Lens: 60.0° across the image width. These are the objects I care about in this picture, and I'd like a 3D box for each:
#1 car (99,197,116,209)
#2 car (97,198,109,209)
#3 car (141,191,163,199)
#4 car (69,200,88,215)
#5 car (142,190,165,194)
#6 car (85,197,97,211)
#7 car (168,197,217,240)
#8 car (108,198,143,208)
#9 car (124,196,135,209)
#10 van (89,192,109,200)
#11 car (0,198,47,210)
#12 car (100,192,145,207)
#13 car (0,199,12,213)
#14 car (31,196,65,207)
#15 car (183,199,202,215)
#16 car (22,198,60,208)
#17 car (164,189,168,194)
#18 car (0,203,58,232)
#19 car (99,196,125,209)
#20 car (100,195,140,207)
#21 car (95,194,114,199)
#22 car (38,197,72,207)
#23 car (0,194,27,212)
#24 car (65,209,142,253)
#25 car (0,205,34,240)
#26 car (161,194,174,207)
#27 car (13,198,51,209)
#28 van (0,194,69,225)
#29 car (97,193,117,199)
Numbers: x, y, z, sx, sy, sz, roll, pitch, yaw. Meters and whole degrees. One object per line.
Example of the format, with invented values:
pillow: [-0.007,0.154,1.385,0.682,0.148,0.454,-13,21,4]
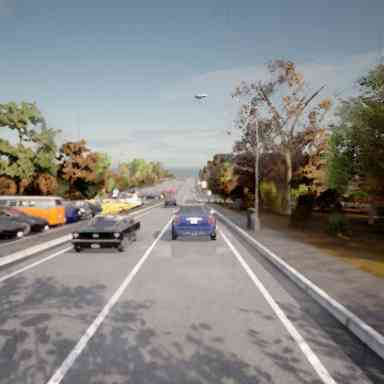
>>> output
car: [-10.425,1.496,31.840,5.366,1.575,1.946,0,0,0]
car: [-10.237,1.489,29.072,4.892,1.521,2.231,0,0,0]
car: [-10.396,1.154,83.860,4.792,1.488,2.163,0,0,0]
car: [-10.281,1.513,23.519,4.792,1.488,2.163,0,0,0]
car: [-10.444,1.002,89.430,4.553,1.767,2.185,0,0,0]
car: [-10.279,1.359,26.293,4.553,1.767,2.185,0,0,0]
car: [0.088,1.347,17.078,2.097,1.767,4.553,0,0,0]
car: [-10.216,1.647,51.269,5.008,1.535,2.097,0,0,0]
car: [-10.041,1.555,40.165,5.366,1.575,1.946,0,0,0]
van: [-23.379,0.897,83.808,4.442,1.987,1.878,1,0,0]
car: [-23.113,1.597,45.755,5.366,1.575,1.946,0,0,0]
car: [-10.243,1.374,48.496,5.566,2.045,2.435,0,0,0]
car: [-23.282,1.563,37.447,4.792,1.488,2.163,0,0,0]
car: [-23.318,1.541,53.942,4.553,1.767,2.185,0,0,0]
car: [0.039,1.525,35.546,1.837,1.490,4.892,0,0,0]
car: [-23.261,1.674,51.295,4.792,1.488,2.163,0,0,0]
car: [-10.428,0.855,95.002,5.566,2.045,2.435,0,0,0]
car: [-10.231,1.516,17.966,4.792,1.488,2.163,0,0,0]
car: [-10.050,1.512,34.492,5.366,1.575,1.946,0,0,0]
car: [-10.404,1.600,45.717,5.366,1.575,1.946,0,0,0]
car: [-23.495,1.165,89.266,4.674,1.452,2.002,0,0,0]
car: [-23.277,1.688,56.712,5.008,1.535,2.097,0,0,0]
car: [-23.335,1.304,40.218,5.566,2.045,2.435,0,0,0]
car: [-3.356,1.593,13.806,1.895,1.301,4.718,0,0,0]
car: [-10.235,1.518,15.190,4.792,1.488,2.163,0,0,0]
car: [-3.473,1.553,54.474,1.882,1.535,5.008,0,0,0]
car: [-23.291,1.663,48.525,4.674,1.452,2.002,0,0,0]
van: [-10.373,1.259,20.743,4.442,1.987,1.878,0,0,0]
car: [-23.515,1.148,92.178,4.792,1.488,2.163,0,0,0]
